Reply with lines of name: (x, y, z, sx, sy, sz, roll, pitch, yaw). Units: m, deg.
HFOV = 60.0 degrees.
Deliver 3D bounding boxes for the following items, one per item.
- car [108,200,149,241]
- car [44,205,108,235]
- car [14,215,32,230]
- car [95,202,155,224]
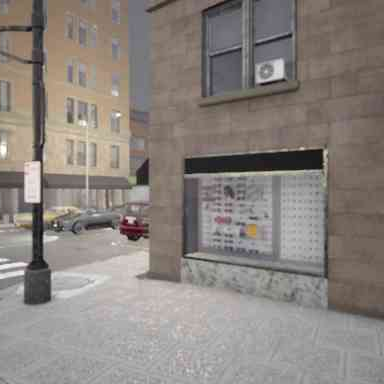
car: (-1.155, 1.297, 15.630, 2.192, 1.841, 5.009, 0, 0, 35)
car: (-5.943, 1.544, 18.850, 1.994, 1.385, 4.181, 0, 0, 35)
car: (-8.244, 1.505, 20.370, 1.752, 1.417, 4.829, 0, 0, 35)
car: (-4.926, 1.533, 25.158, 1.947, 1.339, 4.313, 0, 0, 35)
